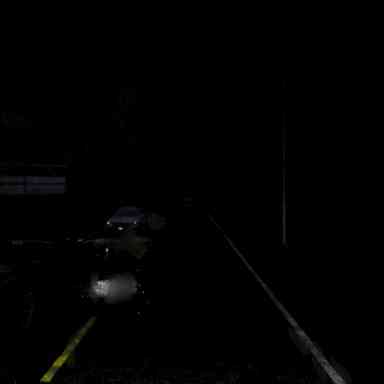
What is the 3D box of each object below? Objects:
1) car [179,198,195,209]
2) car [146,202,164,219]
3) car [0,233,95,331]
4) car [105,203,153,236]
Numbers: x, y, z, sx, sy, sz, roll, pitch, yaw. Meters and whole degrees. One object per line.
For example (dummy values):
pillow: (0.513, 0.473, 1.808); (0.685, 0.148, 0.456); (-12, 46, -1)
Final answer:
car: (-0.733, 1.542, 45.605); (1.882, 1.535, 5.008); (0, 0, -7)
car: (-3.570, 1.607, 29.246); (1.994, 1.385, 4.181); (0, 0, 0)
car: (-3.611, 1.613, 7.021); (1.895, 1.301, 4.718); (0, 0, 0)
car: (-3.543, 1.554, 18.859); (1.812, 1.442, 4.674); (0, 0, 0)
